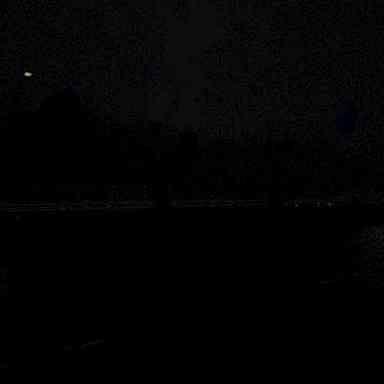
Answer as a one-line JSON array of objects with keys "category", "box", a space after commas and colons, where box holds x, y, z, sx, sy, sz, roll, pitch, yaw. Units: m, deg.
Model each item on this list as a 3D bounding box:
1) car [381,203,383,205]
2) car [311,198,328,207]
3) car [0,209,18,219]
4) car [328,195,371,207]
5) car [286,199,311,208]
[{"category": "car", "box": [22.182, 1.776, 37.007, 4.181, 1.385, 1.994, 1, 0, -35]}, {"category": "car", "box": [17.900, 1.561, 42.547, 4.553, 1.767, 2.097, 0, 0, -35]}, {"category": "car", "box": [-11.653, 1.507, 17.176, 4.892, 1.490, 1.837, 1, 0, -35]}, {"category": "car", "box": [18.712, 1.420, 38.835, 5.566, 2.045, 2.150, 1, 0, -35]}, {"category": "car", "box": [14.675, 1.676, 44.548, 5.008, 1.535, 1.882, 1, 0, -35]}]
